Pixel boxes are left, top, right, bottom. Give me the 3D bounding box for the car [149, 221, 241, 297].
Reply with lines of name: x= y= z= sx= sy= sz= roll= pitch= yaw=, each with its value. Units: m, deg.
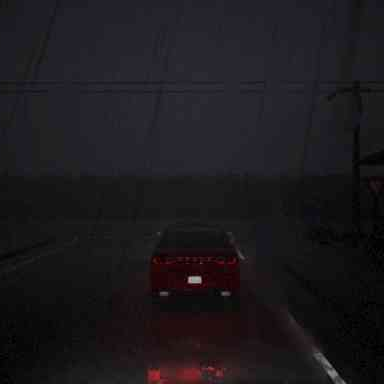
car: x=0.065 y=1.477 z=8.634 sx=1.882 sy=1.535 sz=5.008 roll=0 pitch=0 yaw=0
